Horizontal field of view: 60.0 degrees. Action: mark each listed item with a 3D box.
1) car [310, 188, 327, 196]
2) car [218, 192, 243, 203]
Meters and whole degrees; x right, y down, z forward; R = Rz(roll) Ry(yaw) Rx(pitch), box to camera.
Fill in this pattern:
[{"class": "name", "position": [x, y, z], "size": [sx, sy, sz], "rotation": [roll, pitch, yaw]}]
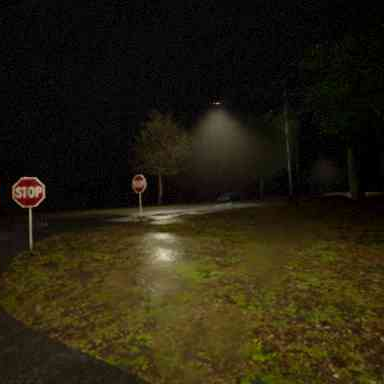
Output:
[{"class": "car", "position": [23.429, 0.033, 62.399], "size": [2.033, 1.411, 5.357], "rotation": [-4, -1, 27]}, {"class": "car", "position": [5.400, 0.760, 46.789], "size": [1.882, 1.535, 5.008], "rotation": [-4, -1, 35]}]
